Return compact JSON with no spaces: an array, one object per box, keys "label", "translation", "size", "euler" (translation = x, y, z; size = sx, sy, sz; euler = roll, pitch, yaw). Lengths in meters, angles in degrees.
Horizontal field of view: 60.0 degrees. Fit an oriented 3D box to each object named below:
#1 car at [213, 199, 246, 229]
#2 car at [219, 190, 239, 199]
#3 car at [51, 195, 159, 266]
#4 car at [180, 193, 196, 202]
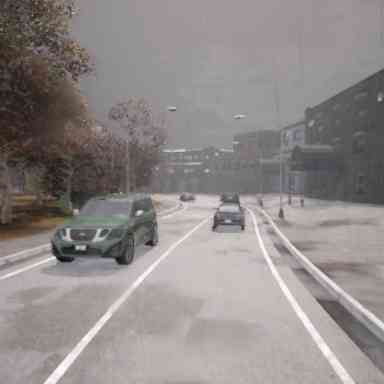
[{"label":"car","translation":[2.343,1.421,20.584],"size":[1.812,1.442,4.674],"euler":[1,1,9]},{"label":"car","translation":[4.581,0.808,41.631],"size":[2.150,2.045,5.566],"euler":[0,1,1]},{"label":"car","translation":[-2.696,1.147,11.792],"size":[2.150,2.045,5.566],"euler":[1,0,7]},{"label":"car","translation":[-0.718,0.867,54.557],"size":[1.994,1.385,4.181],"euler":[0,1,-13]}]
